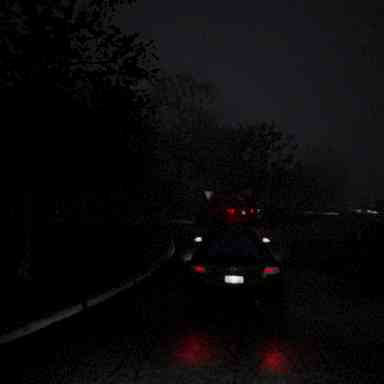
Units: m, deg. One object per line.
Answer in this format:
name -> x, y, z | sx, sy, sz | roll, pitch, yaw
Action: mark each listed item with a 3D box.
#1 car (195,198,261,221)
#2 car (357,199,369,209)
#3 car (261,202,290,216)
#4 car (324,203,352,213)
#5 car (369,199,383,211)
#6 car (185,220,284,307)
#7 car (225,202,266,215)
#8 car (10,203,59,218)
car -> 2.169, 1.408, 23.307 | 2.150, 2.045, 5.566 | 0, -1, -23
car -> 31.921, 2.286, 61.550 | 2.150, 2.045, 5.566 | 0, 0, 28
car -> 8.885, 1.926, 37.666 | 4.892, 1.490, 1.837 | 1, -1, -27
car -> 21.575, 2.319, 48.993 | 5.357, 1.411, 2.033 | 1, -1, -40
car -> 31.006, 2.117, 54.442 | 2.150, 2.045, 5.566 | 0, -1, 36
car -> 0.988, 1.618, 8.203 | 1.994, 1.385, 4.181 | 0, 0, 6
car -> 6.413, 1.953, 40.059 | 4.674, 1.442, 1.812 | 1, -1, -26
car -> -15.241, 1.783, 32.219 | 4.674, 1.442, 1.812 | 0, -1, 11
